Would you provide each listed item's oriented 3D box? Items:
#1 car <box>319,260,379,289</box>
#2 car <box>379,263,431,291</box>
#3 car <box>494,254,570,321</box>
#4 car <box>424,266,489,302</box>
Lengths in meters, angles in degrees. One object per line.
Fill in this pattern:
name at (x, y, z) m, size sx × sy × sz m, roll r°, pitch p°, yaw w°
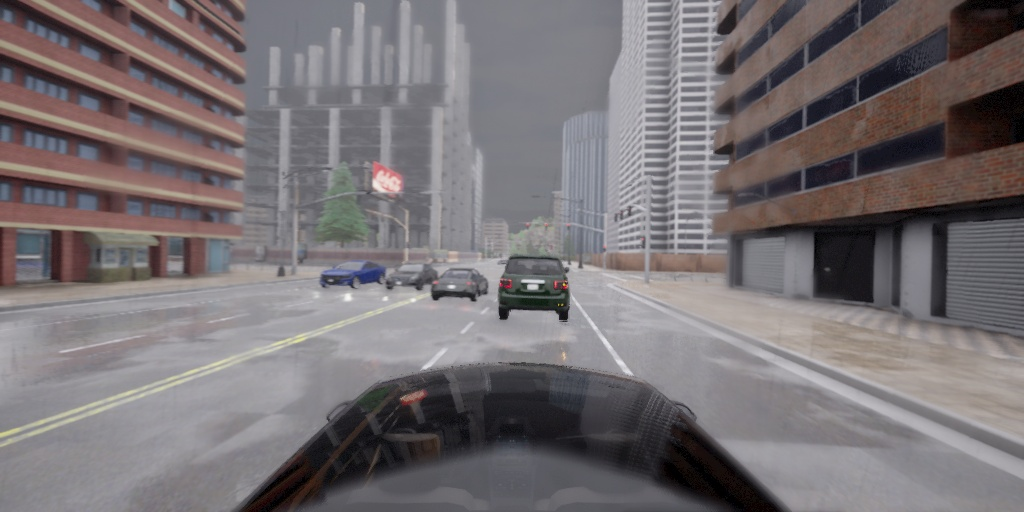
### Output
car at (-9.060, 0.991, 20.843) m, size 1.882 × 1.535 × 5.008 m, roll 1°, pitch 0°, yaw 5°
car at (-5.571, 1.110, 20.583) m, size 1.812 × 1.442 × 4.674 m, roll 1°, pitch 0°, yaw 5°
car at (0.837, 0.954, 12.652) m, size 2.150 × 2.045 × 5.566 m, roll 1°, pitch 0°, yaw 6°
car at (-2.294, 1.222, 16.612) m, size 1.994 × 1.385 × 4.181 m, roll 1°, pitch 0°, yaw 5°
